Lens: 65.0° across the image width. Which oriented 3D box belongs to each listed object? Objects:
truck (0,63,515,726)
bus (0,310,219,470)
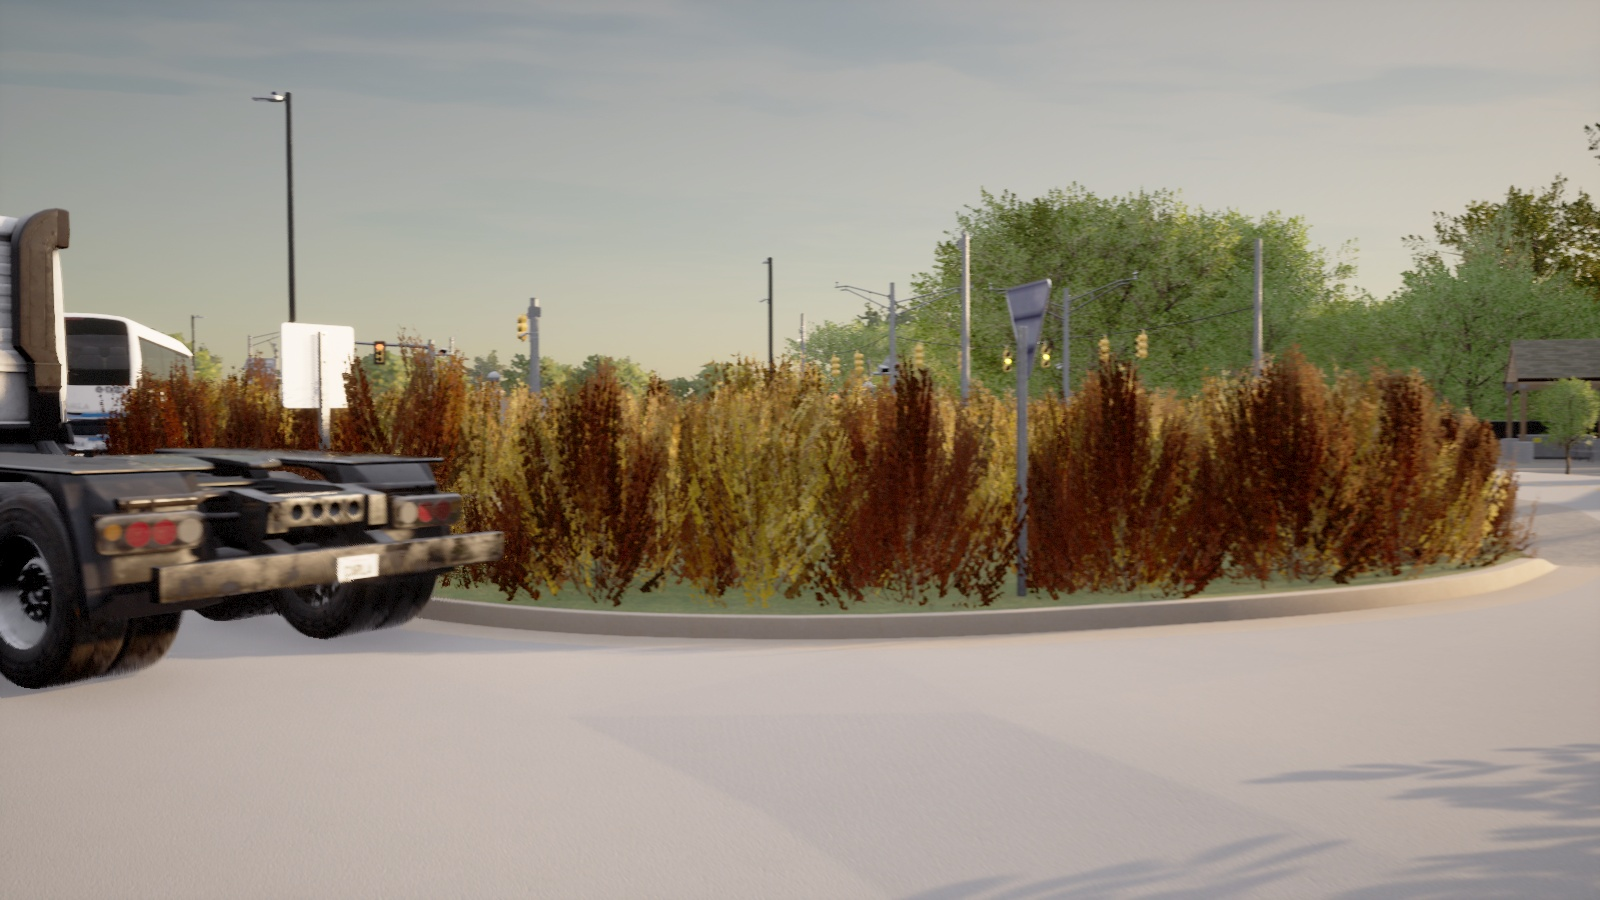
[{"bbox_3d":[-6.210,-0.450,9.860,7.936,3.462,2.891,2,2,31],"label":"truck"},{"bbox_3d":[-20.955,-1.621,38.837,3.944,4.253,10.273,-1,0,-17],"label":"bus"}]
